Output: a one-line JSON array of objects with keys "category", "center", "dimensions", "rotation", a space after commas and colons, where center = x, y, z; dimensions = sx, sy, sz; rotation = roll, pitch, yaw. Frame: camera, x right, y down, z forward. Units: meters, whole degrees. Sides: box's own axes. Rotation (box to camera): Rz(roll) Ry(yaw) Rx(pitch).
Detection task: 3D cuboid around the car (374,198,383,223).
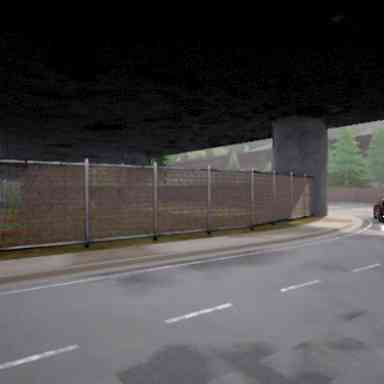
[{"category": "car", "center": [14.164, 1.197, 23.355], "dimensions": [2.097, 1.767, 4.553], "rotation": [0, 0, 23]}]
